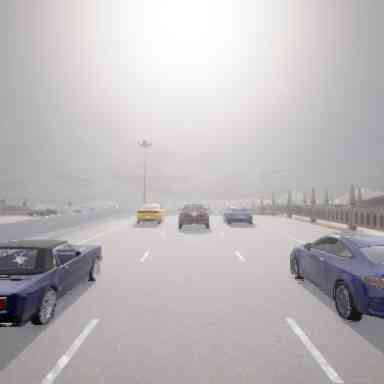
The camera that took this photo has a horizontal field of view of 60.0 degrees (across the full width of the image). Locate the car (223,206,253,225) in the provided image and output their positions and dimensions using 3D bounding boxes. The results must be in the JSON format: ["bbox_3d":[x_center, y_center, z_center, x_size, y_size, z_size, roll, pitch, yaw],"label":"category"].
[{"bbox_3d":[3.639,1.826,26.905,1.994,1.385,4.181,0,-1,0],"label":"car"}]

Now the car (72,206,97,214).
[{"bbox_3d":[-14.003,2.498,43.784,2.033,1.411,5.357,0,-4,0],"label":"car"}]

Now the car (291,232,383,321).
[{"bbox_3d":[3.612,1.596,7.272,1.812,1.442,4.674,0,-1,0],"label":"car"}]

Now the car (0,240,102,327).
[{"bbox_3d":[-3.388,1.674,7.116,1.895,1.301,4.718,0,-1,0],"label":"car"}]

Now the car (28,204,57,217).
[{"bbox_3d":[-17.527,2.179,39.238,1.812,1.442,4.674,0,-3,0],"label":"car"}]

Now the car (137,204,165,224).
[{"bbox_3d":[-3.360,1.754,27.752,1.882,1.535,5.008,0,-1,0],"label":"car"}]

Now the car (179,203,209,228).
[{"bbox_3d":[0.135,1.590,24.307,2.097,1.767,4.553,0,-1,0],"label":"car"}]

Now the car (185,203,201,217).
[{"bbox_3d":[0.160,2.252,41.361,1.882,1.535,5.008,0,-3,0],"label":"car"}]

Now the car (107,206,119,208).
[{"bbox_3d":[-10.497,2.550,44.487,2.033,1.411,5.357,0,-4,1],"label":"car"}]
